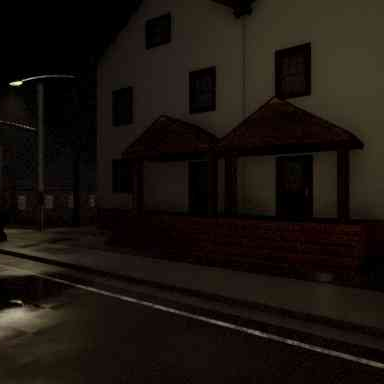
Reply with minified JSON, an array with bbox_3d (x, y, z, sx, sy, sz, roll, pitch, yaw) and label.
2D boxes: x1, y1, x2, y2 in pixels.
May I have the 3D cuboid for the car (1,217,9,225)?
[{"bbox_3d":[-17.150,2.055,26.107,1.895,1.301,4.718,0,-8,36],"label":"car"}]
